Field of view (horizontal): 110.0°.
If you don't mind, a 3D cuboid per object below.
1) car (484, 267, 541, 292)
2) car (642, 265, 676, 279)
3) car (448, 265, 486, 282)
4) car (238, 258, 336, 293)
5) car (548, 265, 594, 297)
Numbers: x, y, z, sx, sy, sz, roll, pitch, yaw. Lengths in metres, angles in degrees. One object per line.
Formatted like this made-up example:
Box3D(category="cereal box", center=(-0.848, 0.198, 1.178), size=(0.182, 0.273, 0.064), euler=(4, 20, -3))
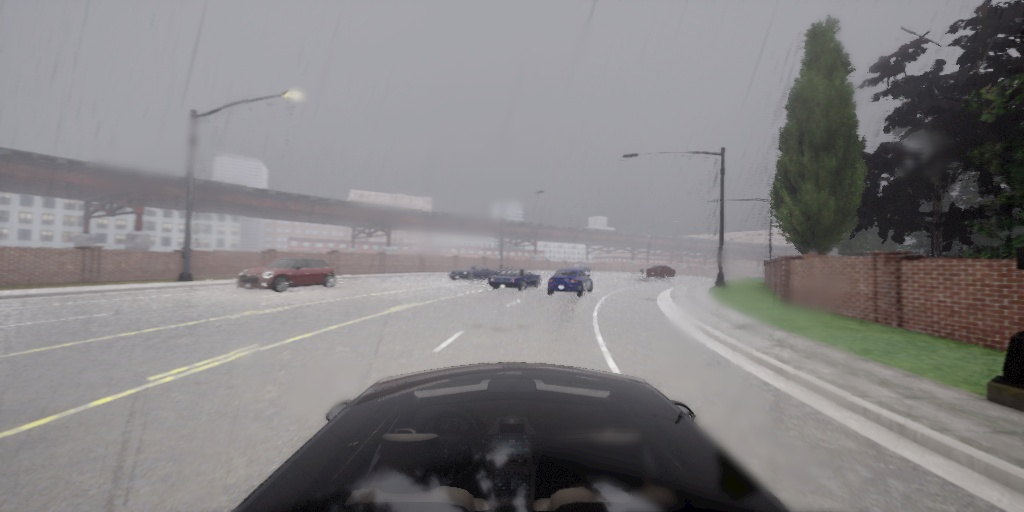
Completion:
Box3D(category="car", center=(0.315, 1.436, 22.348), size=(1.895, 1.301, 4.718), euler=(1, 0, 22))
Box3D(category="car", center=(16.843, 1.765, 40.376), size=(1.882, 1.535, 5.008), euler=(-1, -1, 43))
Box3D(category="car", center=(-3.246, 1.419, 29.997), size=(1.895, 1.301, 4.718), euler=(1, -1, 29))
Box3D(category="car", center=(-11.582, 0.875, 18.802), size=(2.097, 1.767, 4.553), euler=(1, 0, 17))
Box3D(category="car", center=(3.327, 1.413, 20.091), size=(1.812, 1.442, 4.674), euler=(0, -1, 22))
